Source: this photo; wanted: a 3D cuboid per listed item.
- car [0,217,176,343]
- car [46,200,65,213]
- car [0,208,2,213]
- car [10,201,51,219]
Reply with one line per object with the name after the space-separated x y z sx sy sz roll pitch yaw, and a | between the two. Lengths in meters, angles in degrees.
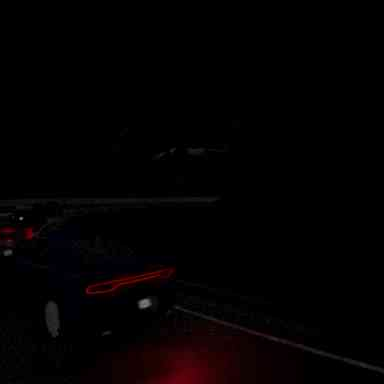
-2.458 1.509 6.688 5.008 1.535 1.882 0 0 45 | car
-16.255 1.688 37.791 1.812 1.442 4.674 0 0 5 | car
-20.073 1.663 31.178 2.033 1.411 5.357 0 0 -3 | car
-12.219 1.630 25.000 1.812 1.442 4.674 0 0 -13 | car
